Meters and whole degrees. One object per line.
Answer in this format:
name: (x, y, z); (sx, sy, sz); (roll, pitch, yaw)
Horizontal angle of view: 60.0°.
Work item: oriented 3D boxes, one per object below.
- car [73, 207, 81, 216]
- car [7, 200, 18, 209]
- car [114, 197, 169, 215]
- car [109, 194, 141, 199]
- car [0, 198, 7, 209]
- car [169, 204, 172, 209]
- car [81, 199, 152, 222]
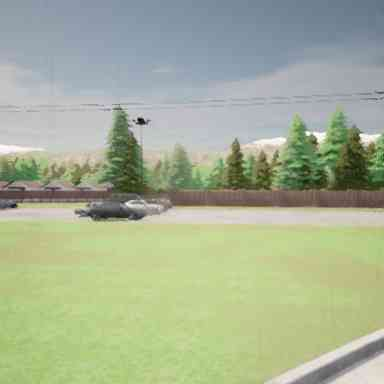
car: (-8.037, 1.587, 29.788); (4.718, 1.301, 1.895); (0, 0, 7)
car: (-24.558, 1.515, 42.524); (4.181, 1.385, 1.994); (0, 0, 7)
car: (-4.995, 1.525, 32.948); (4.674, 1.442, 1.812); (0, 0, 7)
car: (-6.573, 1.217, 36.659); (5.566, 2.045, 2.150); (0, 0, 7)
car: (-24.990, 1.449, 39.051); (5.008, 1.535, 1.882); (0, 0, 7)
car: (-4.533, 1.570, 39.933); (4.181, 1.385, 1.994); (0, 0, 7)
car: (-5.861, 1.518, 26.001); (4.674, 1.442, 1.812); (0, 0, 7)
